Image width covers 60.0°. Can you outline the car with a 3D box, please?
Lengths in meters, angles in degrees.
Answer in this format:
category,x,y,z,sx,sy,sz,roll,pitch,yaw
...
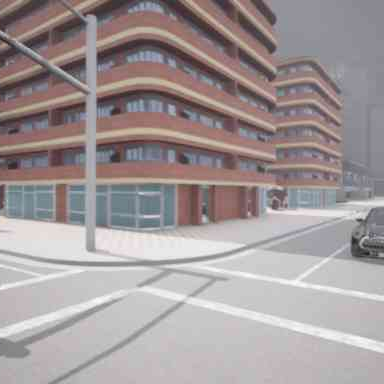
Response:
category,x,y,z,sx,sy,sz,roll,pitch,yaw
car,7.122,1.329,11.891,2.097,1.767,4.553,1,0,35
